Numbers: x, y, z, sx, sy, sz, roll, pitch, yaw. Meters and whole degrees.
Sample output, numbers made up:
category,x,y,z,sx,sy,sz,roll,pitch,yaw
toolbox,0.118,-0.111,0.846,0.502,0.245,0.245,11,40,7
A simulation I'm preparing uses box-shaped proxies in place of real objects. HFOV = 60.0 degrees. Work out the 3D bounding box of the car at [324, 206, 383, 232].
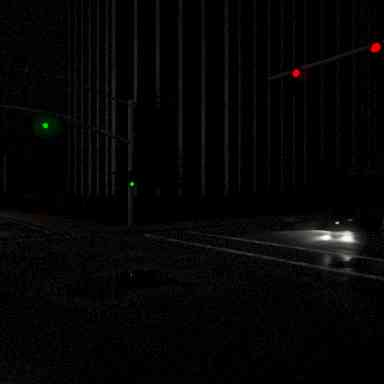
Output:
category,x,y,z,sx,sy,sz,roll,pitch,yaw
car,9.812,1.582,20.194,4.181,1.385,1.994,0,0,-39
